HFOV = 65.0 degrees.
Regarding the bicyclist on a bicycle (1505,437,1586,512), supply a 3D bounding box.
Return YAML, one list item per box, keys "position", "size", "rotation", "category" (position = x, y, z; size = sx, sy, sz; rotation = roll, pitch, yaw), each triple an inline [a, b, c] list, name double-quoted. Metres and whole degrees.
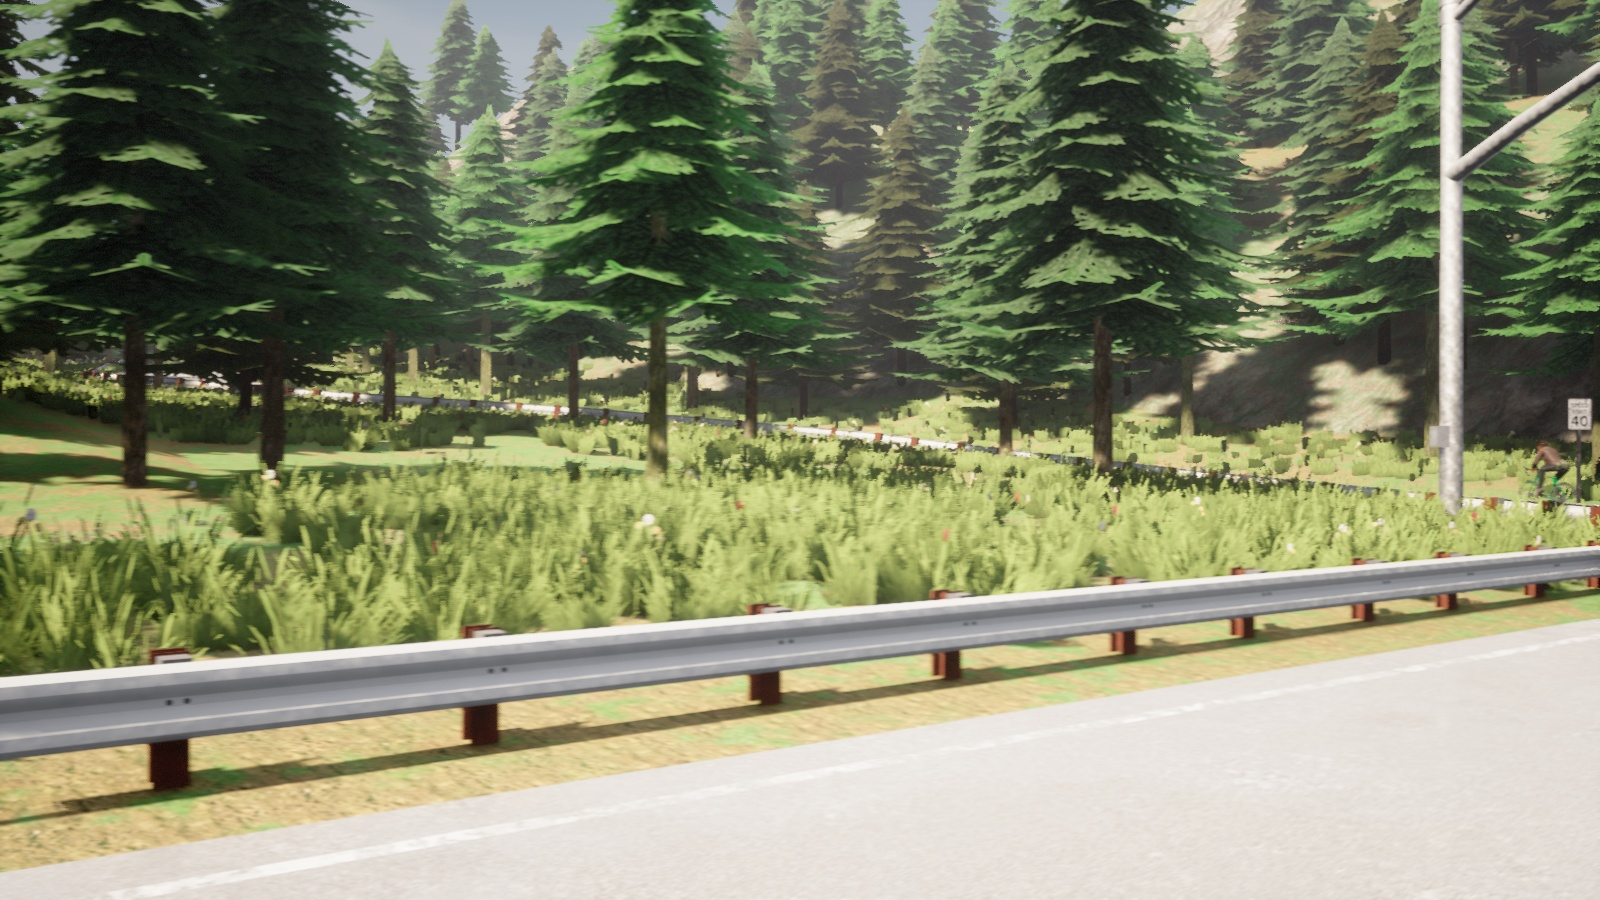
- position: [16.777, 0.523, 28.296]
  size: [0.582, 1.620, 1.656]
  rotation: [0, 1, -12]
  category: "bicyclist on a bicycle"
